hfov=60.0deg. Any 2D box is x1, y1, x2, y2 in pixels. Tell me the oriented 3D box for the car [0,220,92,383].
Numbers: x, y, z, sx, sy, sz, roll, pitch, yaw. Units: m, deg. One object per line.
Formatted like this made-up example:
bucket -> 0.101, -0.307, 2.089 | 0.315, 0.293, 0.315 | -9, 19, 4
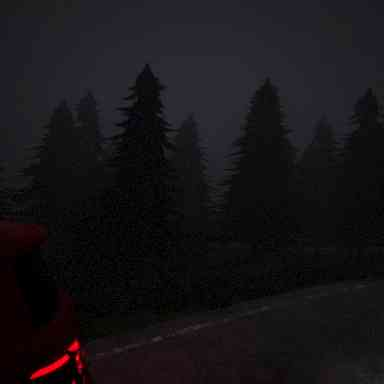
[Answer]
car -> -3.264, 1.216, 1.302 | 5.566, 2.045, 2.150 | 0, 0, -33
